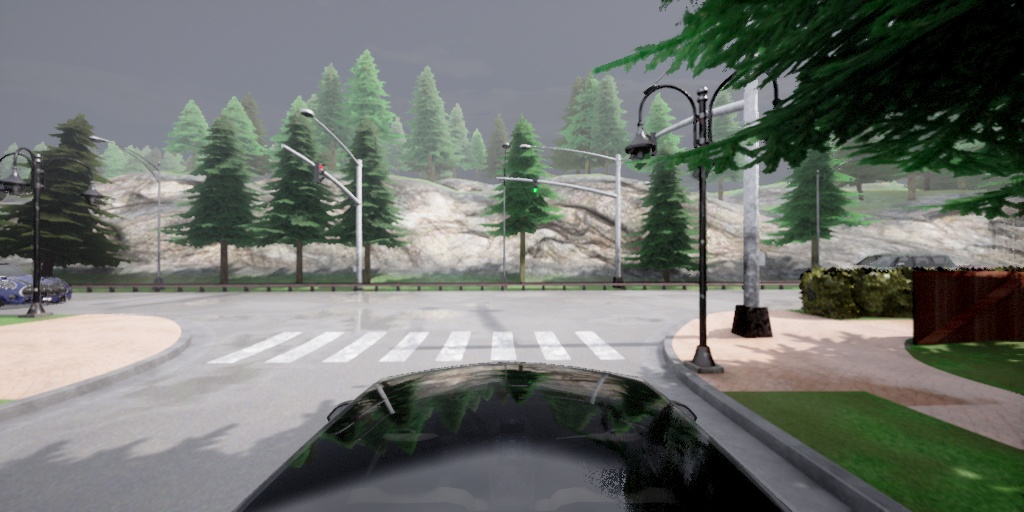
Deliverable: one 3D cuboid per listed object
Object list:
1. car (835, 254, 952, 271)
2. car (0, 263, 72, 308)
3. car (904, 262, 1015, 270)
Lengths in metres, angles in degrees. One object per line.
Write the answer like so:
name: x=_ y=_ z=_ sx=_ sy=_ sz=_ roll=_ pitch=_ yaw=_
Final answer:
car: x=19.729 y=0.910 z=18.629 sx=5.566 sy=2.045 sz=2.150 roll=0 pitch=0 yaw=-3
car: x=-19.492 y=1.012 z=13.217 sx=4.553 sy=1.767 sz=2.097 roll=0 pitch=0 yaw=-3
car: x=20.013 y=1.146 z=15.036 sx=5.008 sy=1.535 sz=1.882 roll=0 pitch=0 yaw=-3
